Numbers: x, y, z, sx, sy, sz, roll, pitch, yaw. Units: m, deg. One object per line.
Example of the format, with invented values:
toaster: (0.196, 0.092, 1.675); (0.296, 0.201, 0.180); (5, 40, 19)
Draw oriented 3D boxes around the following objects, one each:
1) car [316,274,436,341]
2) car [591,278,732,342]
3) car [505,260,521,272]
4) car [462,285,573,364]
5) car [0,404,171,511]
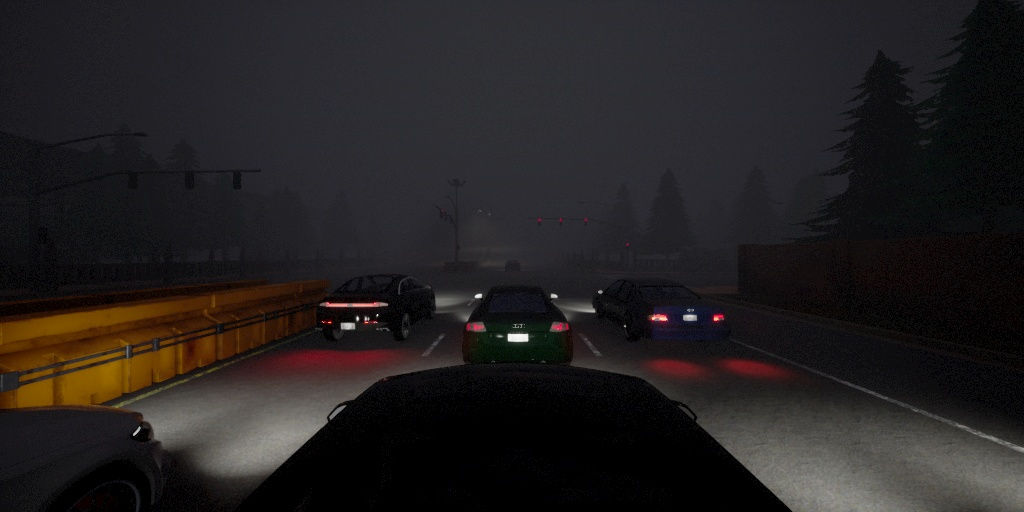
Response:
car: (-3.399, 1.241, 9.857); (2.128, 1.511, 4.902); (0, 0, 0)
car: (3.600, 1.297, 9.763); (2.033, 1.411, 5.357); (0, 0, 0)
car: (0.101, 1.228, 46.041); (1.882, 1.535, 5.008); (0, 0, 0)
car: (0.099, 1.314, 7.906); (1.994, 1.385, 4.181); (0, 0, 0)
car: (-3.403, 1.276, 0.621); (1.812, 1.442, 4.674); (0, 0, 0)
